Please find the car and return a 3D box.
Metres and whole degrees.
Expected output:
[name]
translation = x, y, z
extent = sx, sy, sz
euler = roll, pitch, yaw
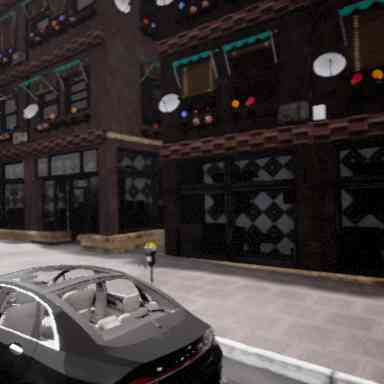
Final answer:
[car]
translation = -1.755, 1.573, 3.994
extent = 4.403, 1.369, 2.008
euler = 0, -2, 36
